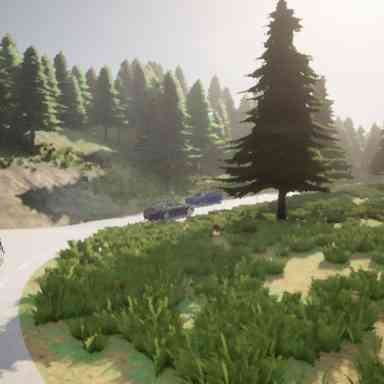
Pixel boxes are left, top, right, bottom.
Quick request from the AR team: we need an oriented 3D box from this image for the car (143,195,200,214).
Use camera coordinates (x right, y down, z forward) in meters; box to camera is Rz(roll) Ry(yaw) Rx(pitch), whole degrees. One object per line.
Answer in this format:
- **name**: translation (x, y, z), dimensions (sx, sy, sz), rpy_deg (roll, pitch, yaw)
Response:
- **car**: translation (-1.829, 1.446, 27.259), dimensions (1.837, 1.490, 4.892), rpy_deg (-1, 4, 39)

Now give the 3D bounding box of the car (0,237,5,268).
- **car**: translation (-5.862, 1.451, 7.846), dimensions (1.882, 1.535, 5.008), rpy_deg (0, 0, -20)

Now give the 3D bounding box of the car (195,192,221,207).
- **car**: translation (1.304, 0.670, 35.985), dimensions (1.882, 1.535, 5.008), rpy_deg (0, 5, 42)
